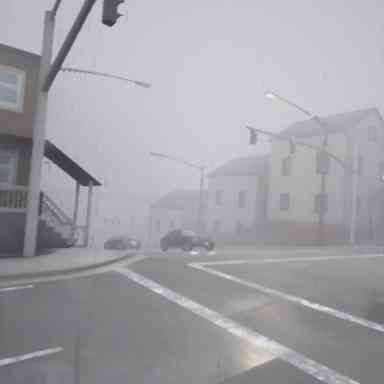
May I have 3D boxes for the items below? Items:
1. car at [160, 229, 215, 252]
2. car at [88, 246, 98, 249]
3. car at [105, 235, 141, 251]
[{"bbox_3d":[-0.438,3.191,22.031,1.812,1.442,4.674,5,-11,-35],"label":"car"},{"bbox_3d":[-12.485,7.214,38.248,2.150,2.045,5.566,5,-22,-35],"label":"car"},{"bbox_3d":[-6.316,4.675,30.133,2.128,1.511,4.902,6,-15,-35],"label":"car"}]
